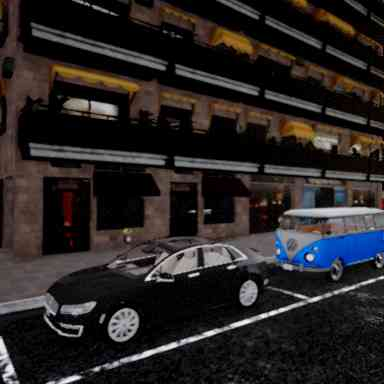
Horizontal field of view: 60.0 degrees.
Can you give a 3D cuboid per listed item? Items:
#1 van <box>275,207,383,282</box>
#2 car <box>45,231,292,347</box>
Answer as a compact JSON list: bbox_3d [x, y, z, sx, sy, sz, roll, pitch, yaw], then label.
[{"bbox_3d":[4.108,1.355,9.572,3.998,1.788,1.690,0,1,-36],"label":"van"},{"bbox_3d":[-0.391,1.570,6.287,4.403,1.369,2.008,0,1,-36],"label":"car"}]
